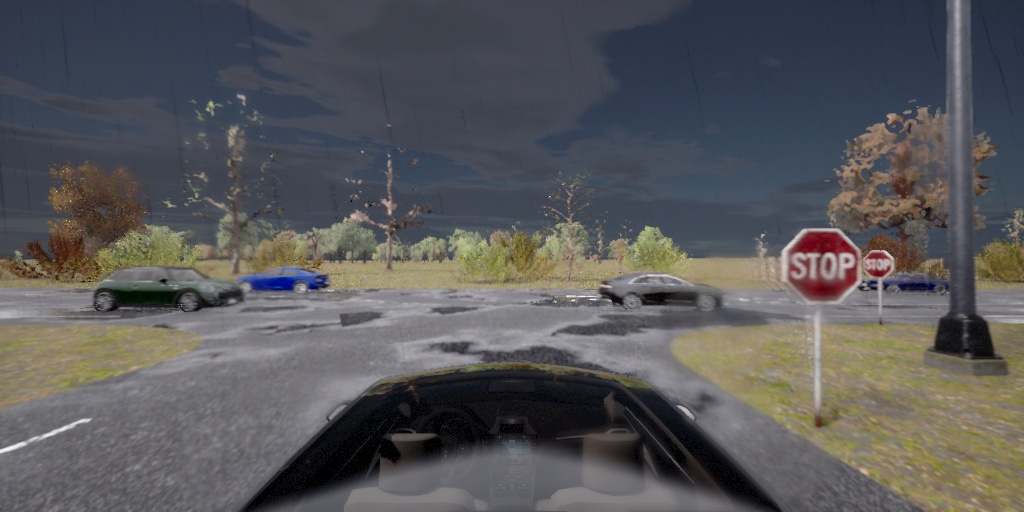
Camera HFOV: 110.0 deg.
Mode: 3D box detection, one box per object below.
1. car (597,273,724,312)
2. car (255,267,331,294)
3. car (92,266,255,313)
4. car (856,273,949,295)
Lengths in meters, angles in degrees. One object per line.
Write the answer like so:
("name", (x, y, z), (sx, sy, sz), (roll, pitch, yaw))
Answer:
("car", (5.954, 1.422, 14.606), (4.902, 1.511, 2.128), (0, -1, -2))
("car", (-13.381, 1.406, 21.113), (5.008, 1.535, 1.882), (0, -1, -2))
("car", (-13.277, 1.209, 14.117), (4.553, 1.767, 2.097), (0, -1, -2))
("car", (24.081, 1.681, 22.152), (4.718, 1.301, 1.895), (0, -1, -2))
